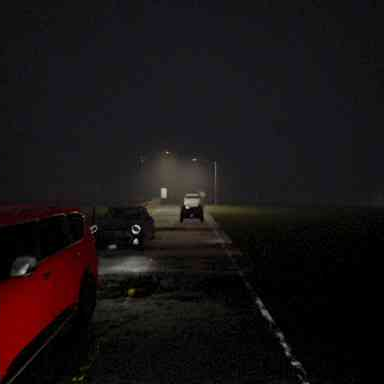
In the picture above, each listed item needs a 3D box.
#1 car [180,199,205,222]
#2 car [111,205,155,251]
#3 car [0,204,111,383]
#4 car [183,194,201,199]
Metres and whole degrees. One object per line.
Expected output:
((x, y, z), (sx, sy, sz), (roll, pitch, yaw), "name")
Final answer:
((0.007, 1.552, 26.899), (2.128, 1.511, 4.902), (0, 0, 0), "car")
((-2.841, 1.386, 14.251), (2.097, 1.767, 4.553), (0, 0, 1), "car")
((-2.854, 1.234, 4.278), (2.150, 2.045, 5.566), (0, 0, 0), "car")
((0.021, 1.312, 43.999), (2.150, 2.045, 5.566), (0, 0, 0), "car")
